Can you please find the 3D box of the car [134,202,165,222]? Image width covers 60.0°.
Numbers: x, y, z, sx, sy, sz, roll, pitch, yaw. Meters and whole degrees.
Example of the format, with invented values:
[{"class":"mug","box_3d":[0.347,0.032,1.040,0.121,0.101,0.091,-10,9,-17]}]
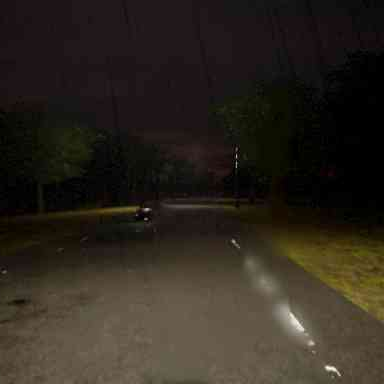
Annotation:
[{"class":"car","box_3d":[-3.196,1.526,26.241,2.033,1.411,5.357,0,0,2]}]
